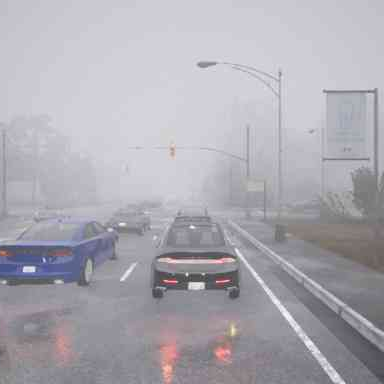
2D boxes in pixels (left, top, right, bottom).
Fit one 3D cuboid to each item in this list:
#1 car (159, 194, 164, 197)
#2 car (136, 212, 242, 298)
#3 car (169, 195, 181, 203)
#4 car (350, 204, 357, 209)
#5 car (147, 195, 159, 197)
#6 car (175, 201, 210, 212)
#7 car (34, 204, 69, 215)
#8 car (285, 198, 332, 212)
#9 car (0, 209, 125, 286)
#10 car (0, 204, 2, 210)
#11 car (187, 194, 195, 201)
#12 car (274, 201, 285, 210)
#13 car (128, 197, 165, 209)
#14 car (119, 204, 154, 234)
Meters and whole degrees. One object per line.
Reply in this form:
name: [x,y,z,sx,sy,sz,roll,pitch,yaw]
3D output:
car: [-7.261,1.505,65.951,1.837,1.490,4.892,0,0,0]
car: [0.073,1.491,8.468,2.128,1.511,4.902,0,0,0]
car: [-3.629,1.525,66.290,1.812,1.442,4.674,0,0,0]
car: [22.589,1.542,41.133,5.357,1.411,2.033,0,0,3]
car: [-7.278,1.505,56.583,1.837,1.490,4.892,0,0,0]
car: [0.038,1.478,17.964,1.882,1.535,5.008,0,0,0]
car: [-10.517,1.601,25.423,1.895,1.301,4.718,0,0,-11]
car: [13.570,1.526,38.103,4.674,1.442,1.812,0,0,3]
car: [-3.431,1.478,9.472,1.882,1.535,5.008,0,0,0]
car: [-23.371,1.489,36.365,4.902,1.511,2.128,0,0,3]
car: [-0.302,1.518,85.673,2.128,1.511,4.902,0,0,0]
car: [12.852,1.491,41.661,4.902,1.511,2.128,0,0,3]
car: [-5.889,1.601,42.486,1.895,1.301,4.718,0,0,36]
car: [-3.463,1.564,18.464,1.994,1.385,4.181,0,0,0]
